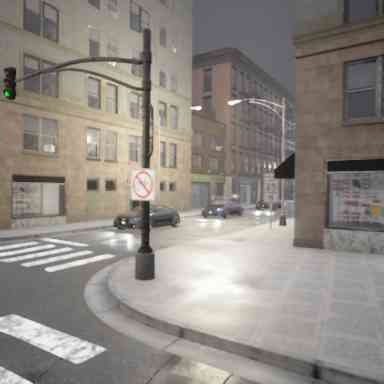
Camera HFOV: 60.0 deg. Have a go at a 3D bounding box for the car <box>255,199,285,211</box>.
[{"bbox_3d":[8.179,1.194,34.819,1.994,1.385,4.181,1,1,34],"label":"car"}]

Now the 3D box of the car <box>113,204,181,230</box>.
[{"bbox_3d":[-2.452,1.396,18.911,1.994,1.385,4.181,1,1,34],"label":"car"}]

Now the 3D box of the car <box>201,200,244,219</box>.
[{"bbox_3d":[2.463,1.304,26.278,1.994,1.385,4.181,1,1,34],"label":"car"}]
